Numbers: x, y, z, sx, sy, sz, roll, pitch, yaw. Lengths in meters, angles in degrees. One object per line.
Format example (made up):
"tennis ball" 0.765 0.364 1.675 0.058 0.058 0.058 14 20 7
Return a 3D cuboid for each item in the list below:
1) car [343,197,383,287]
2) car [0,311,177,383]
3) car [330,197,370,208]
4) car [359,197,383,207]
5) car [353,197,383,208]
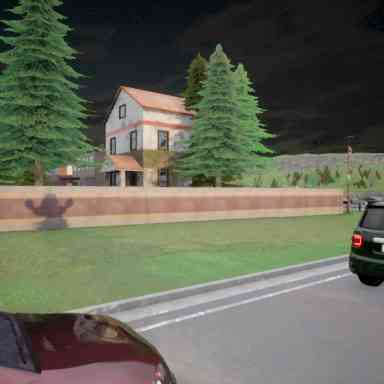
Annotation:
"car" 6.094 1.221 8.116 5.566 2.045 2.150 0 0 -35
"car" -2.138 1.564 2.339 4.181 1.385 1.994 0 0 -34
"car" 22.891 1.491 48.314 2.128 1.511 4.902 0 0 -36
"car" 28.773 1.563 52.131 1.994 1.385 4.181 0 0 -37
"car" 26.669 1.504 49.071 1.837 1.490 4.892 0 0 -36
